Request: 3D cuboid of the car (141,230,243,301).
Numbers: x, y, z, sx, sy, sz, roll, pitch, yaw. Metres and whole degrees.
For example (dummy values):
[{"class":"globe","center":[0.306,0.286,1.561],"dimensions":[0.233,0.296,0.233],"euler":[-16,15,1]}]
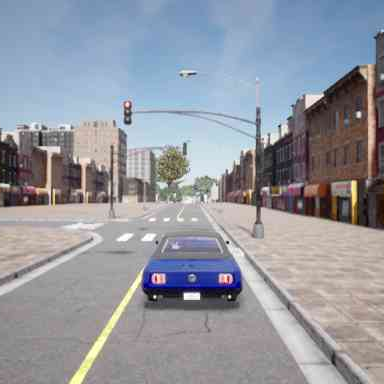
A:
[{"class":"car","center":[0.009,1.605,8.267],"dimensions":[1.895,1.301,4.718],"euler":[0,0,0]}]
